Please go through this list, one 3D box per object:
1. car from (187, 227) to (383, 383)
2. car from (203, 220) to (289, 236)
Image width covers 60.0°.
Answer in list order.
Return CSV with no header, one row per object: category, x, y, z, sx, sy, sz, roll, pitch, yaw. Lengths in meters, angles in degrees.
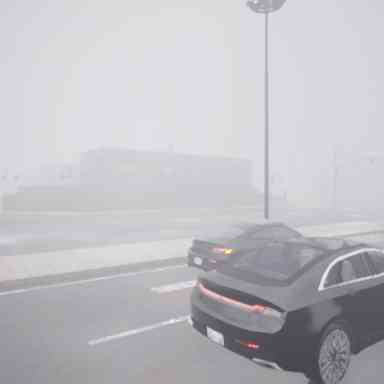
car,2.251,1.491,5.353,4.902,1.511,2.128,0,0,-35
car,2.021,1.525,9.489,4.674,1.442,1.812,0,0,-36
